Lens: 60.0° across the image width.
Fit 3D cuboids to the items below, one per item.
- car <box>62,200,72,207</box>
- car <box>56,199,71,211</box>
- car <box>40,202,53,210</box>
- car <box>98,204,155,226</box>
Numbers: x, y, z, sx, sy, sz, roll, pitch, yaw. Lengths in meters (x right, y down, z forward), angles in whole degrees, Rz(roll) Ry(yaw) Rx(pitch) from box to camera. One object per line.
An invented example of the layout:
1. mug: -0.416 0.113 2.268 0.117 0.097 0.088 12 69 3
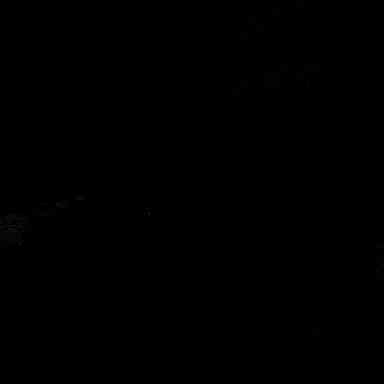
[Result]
1. car: -28.811 2.695 76.533 1.882 1.535 5.008 0 -1 -18
2. car: -23.883 2.383 61.522 2.150 2.045 5.566 0 -1 -18
3. car: -29.346 2.774 66.945 1.812 1.442 4.674 0 -1 -18
4. car: -5.467 1.801 27.473 4.553 1.767 2.097 -1 -1 19
